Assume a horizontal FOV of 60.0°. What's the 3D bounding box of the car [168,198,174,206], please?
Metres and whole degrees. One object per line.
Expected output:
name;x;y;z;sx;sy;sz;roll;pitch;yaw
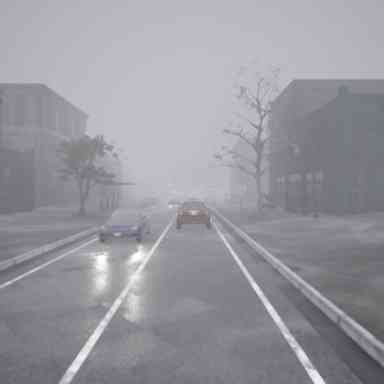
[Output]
car;-3.054;1.673;57.675;1.994;1.385;4.181;0;-1;1

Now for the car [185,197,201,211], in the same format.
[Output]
car;0.097;1.442;40.442;1.837;1.490;4.892;0;0;0

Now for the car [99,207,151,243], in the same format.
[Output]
car;-3.111;1.501;16.203;1.812;1.442;4.674;0;0;0

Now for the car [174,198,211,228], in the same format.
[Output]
car;0.097;1.318;22.025;2.097;1.767;4.553;0;0;0
